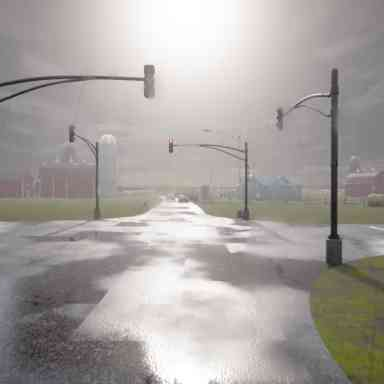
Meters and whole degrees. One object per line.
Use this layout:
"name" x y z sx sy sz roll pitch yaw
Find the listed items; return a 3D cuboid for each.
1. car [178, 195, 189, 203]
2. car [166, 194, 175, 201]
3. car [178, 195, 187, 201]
"car" -1.747 1.623 69.930 1.895 1.301 4.718 0 0 -3
"car" -4.735 1.182 73.929 1.812 1.442 4.674 0 0 -3
"car" -2.361 1.463 79.914 1.837 1.490 4.892 0 0 -4
